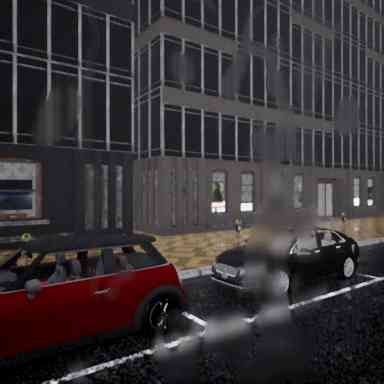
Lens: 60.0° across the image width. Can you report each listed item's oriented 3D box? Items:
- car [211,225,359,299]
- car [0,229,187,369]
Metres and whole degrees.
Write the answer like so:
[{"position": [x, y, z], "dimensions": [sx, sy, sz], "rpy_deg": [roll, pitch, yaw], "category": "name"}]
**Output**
[{"position": [2.467, 1.546, 8.321], "dimensions": [4.403, 1.369, 2.008], "rpy_deg": [0, 0, -36], "category": "car"}, {"position": [-2.167, 1.440, 5.015], "dimensions": [4.097, 1.590, 1.967], "rpy_deg": [0, 0, -36], "category": "car"}]
